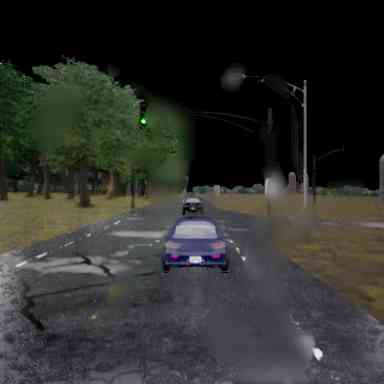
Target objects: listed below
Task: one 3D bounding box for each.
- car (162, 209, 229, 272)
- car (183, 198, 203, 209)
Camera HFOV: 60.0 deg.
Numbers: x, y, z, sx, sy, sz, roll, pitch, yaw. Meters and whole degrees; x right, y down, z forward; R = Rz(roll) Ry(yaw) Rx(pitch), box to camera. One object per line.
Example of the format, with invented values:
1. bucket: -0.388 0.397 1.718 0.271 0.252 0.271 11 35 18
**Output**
1. car: 0.111 1.504 10.573 1.812 1.442 4.674 0 0 1
2. car: 0.091 1.316 32.963 1.882 1.535 5.008 0 0 0
